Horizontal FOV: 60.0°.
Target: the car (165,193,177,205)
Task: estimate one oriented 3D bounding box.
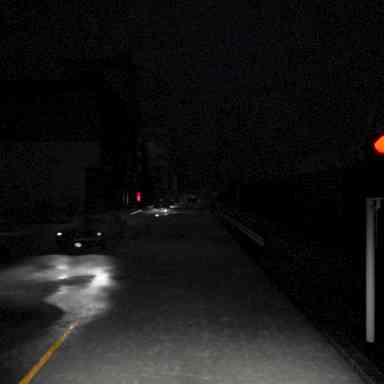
[{"bbox_3d":[-4.052,1.352,55.461,2.097,1.767,4.553,0,0,0],"label":"car"}]

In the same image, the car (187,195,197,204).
[{"bbox_3d":[0.040,1.491,66.313,2.128,1.511,4.902,0,0,0],"label":"car"}]

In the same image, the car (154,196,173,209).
[{"bbox_3d":[-4.066,1.564,45.730,1.994,1.385,4.181,0,0,0],"label":"car"}]

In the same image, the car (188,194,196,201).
[{"bbox_3d":[0.044,1.310,76.733,1.882,1.535,5.008,0,0,0],"label":"car"}]

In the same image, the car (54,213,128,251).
[{"bbox_3d":[-4.087,1.601,14.190,1.895,1.301,4.718,0,0,0],"label":"car"}]
